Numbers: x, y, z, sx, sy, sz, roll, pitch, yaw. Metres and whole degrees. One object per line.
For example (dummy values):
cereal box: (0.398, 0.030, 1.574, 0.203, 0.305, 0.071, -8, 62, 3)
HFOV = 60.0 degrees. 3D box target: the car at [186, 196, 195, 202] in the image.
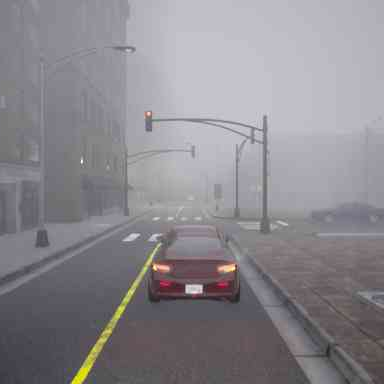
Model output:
car: (-0.247, 1.558, 76.077, 1.812, 1.442, 4.674, 0, 0, 0)

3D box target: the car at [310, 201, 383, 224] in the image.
car: (11.047, 1.429, 23.827, 5.008, 1.535, 1.882, 0, 0, 0)

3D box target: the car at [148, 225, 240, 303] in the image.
car: (0.063, 1.525, 8.101, 1.812, 1.442, 4.674, 0, 0, 1)
